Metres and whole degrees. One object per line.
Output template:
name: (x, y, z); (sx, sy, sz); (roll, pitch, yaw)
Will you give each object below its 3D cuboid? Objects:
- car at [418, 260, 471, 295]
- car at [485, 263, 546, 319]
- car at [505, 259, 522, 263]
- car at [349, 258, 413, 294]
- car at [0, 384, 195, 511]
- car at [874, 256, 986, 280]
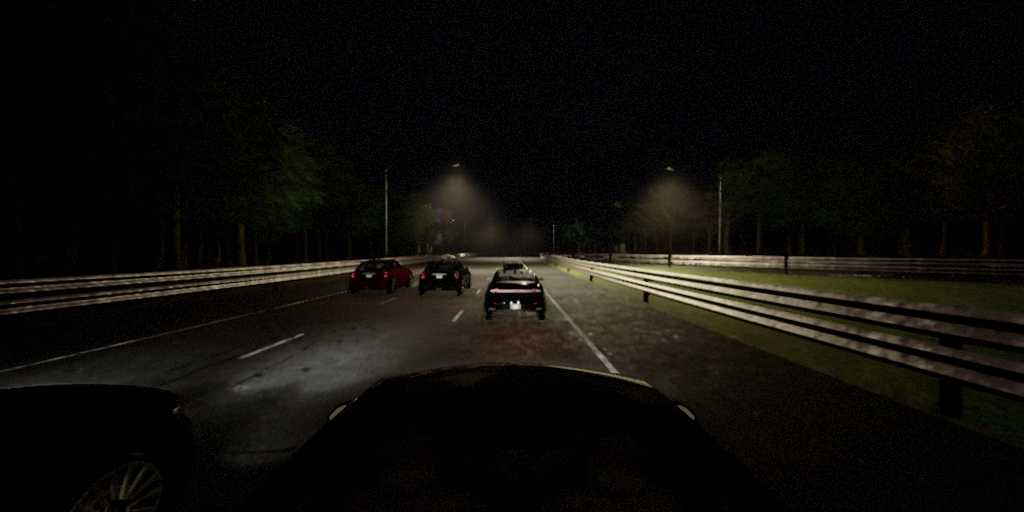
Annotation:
car: (-3.399, 0.967, 18.913); (2.097, 1.767, 4.553); (0, 1, 0)
car: (0.102, 1.177, 12.437); (2.128, 1.511, 4.902); (0, 1, 0)
car: (0.105, 0.946, 35.183); (1.895, 1.301, 4.718); (0, 1, 0)
car: (-6.897, 0.961, 19.412); (2.097, 1.767, 4.553); (0, 1, 0)
car: (-3.400, 1.245, 0.788); (2.128, 1.511, 4.902); (0, 0, 0)
car: (26.850, 0.704, 23.253); (2.163, 1.488, 4.792); (0, 0, -33)
